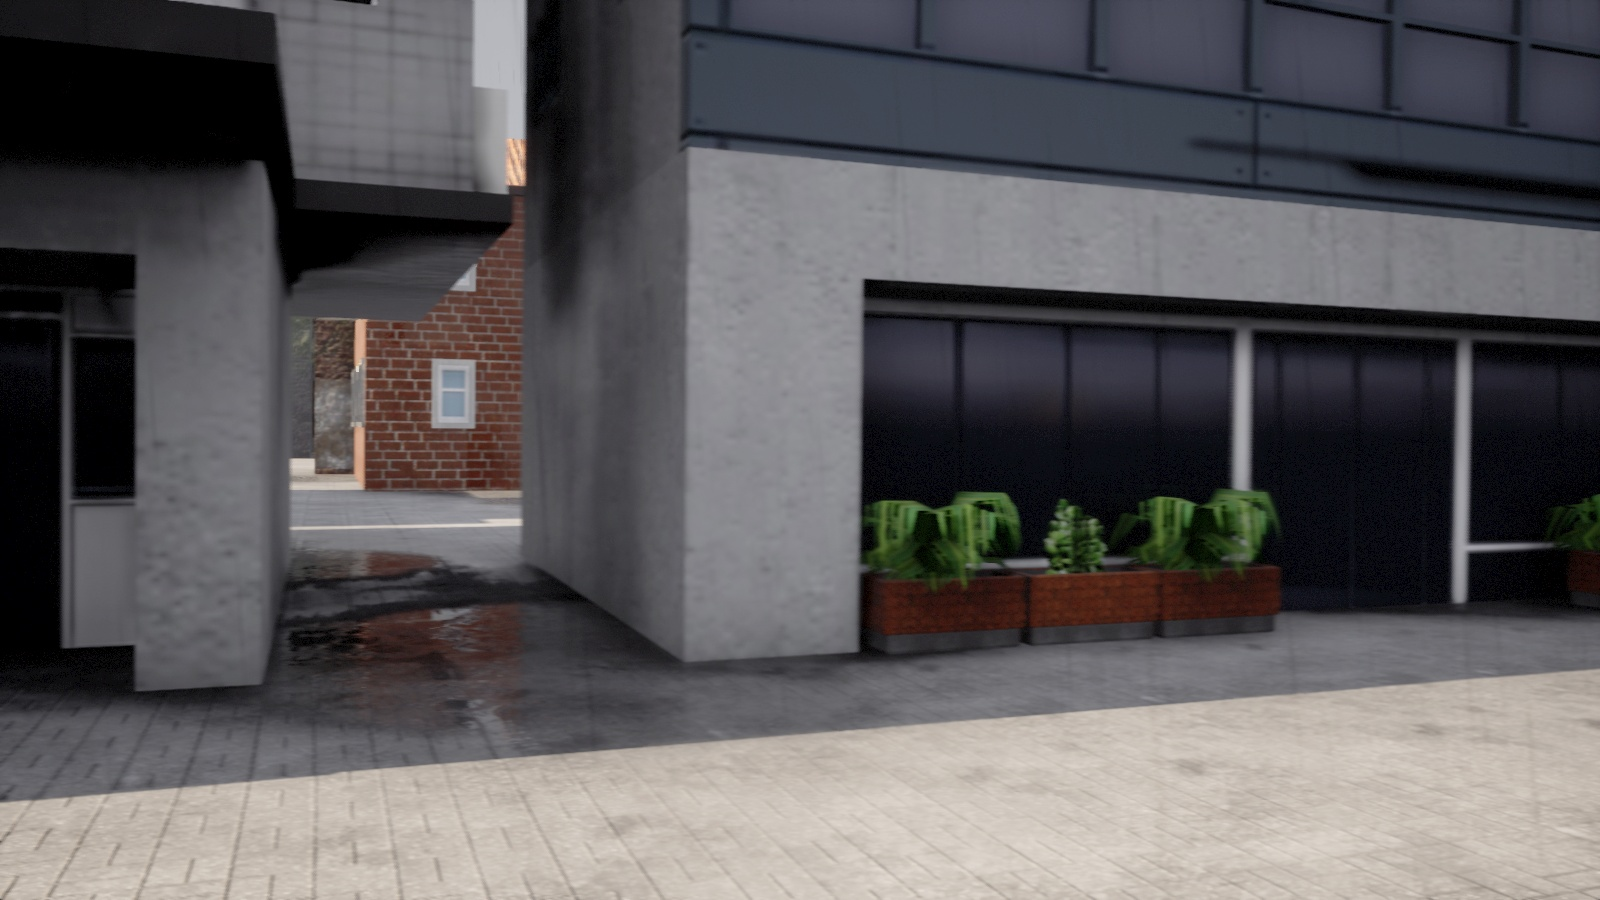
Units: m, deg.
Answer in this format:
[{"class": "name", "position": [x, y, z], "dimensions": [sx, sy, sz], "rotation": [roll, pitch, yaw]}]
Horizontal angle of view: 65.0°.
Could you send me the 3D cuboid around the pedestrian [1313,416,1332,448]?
[{"class": "pedestrian", "position": [32.294, -1.107, 77.577], "dimensions": [0.659, 1.952, 0.873], "rotation": [-1, 1, -22]}]
